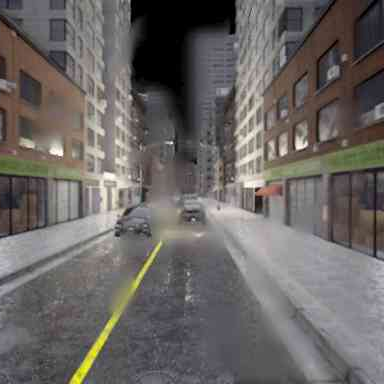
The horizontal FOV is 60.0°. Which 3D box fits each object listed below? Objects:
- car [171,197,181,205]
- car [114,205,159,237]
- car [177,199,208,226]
[{"bbox_3d":[-2.779,1.570,59.251,1.812,1.442,4.674,0,0,1],"label":"car"},{"bbox_3d":[-2.849,1.504,17.937,1.837,1.490,4.892,0,0,0],"label":"car"},{"bbox_3d":[0.091,1.508,23.526,1.837,1.490,4.892,0,0,0],"label":"car"}]
